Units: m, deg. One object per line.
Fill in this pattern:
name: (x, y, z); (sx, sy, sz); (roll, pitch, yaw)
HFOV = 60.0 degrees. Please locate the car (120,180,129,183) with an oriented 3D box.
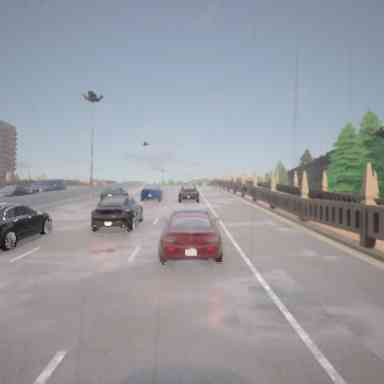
car: (-14.975, -1.963, 74.613); (1.895, 1.301, 4.718); (0, 1, -1)

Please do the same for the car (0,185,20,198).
car: (-18.022, 0.033, 33.436); (1.812, 1.442, 4.674); (0, 3, -1)

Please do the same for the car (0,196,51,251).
car: (-7.064, 1.176, 12.655); (1.837, 1.490, 4.892); (0, 3, -1)

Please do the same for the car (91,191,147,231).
car: (-3.606, 0.960, 16.576); (1.837, 1.490, 4.892); (0, 3, -1)

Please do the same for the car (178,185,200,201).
car: (-0.309, 0.098, 31.717); (2.128, 1.511, 4.902); (0, 3, -1)

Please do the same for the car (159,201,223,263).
car: (-0.048, 1.279, 10.892); (1.812, 1.442, 4.674); (0, 3, -1)

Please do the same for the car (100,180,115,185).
car: (-18.475, -2.005, 74.595); (1.994, 1.385, 4.181); (0, 1, -1)

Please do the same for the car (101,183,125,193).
car: (-7.305, 0.192, 31.320); (1.994, 1.385, 4.181); (0, 3, -1)

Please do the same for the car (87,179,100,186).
car: (-21.975, -2.200, 74.575); (2.097, 1.767, 4.553); (0, 1, -1)

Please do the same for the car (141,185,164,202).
car: (-3.817, 0.044, 32.417); (1.882, 1.535, 5.008); (0, 3, -1)

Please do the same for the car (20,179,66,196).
car: (-14.525, -0.271, 33.427); (2.150, 2.045, 5.566); (0, 3, -1)
